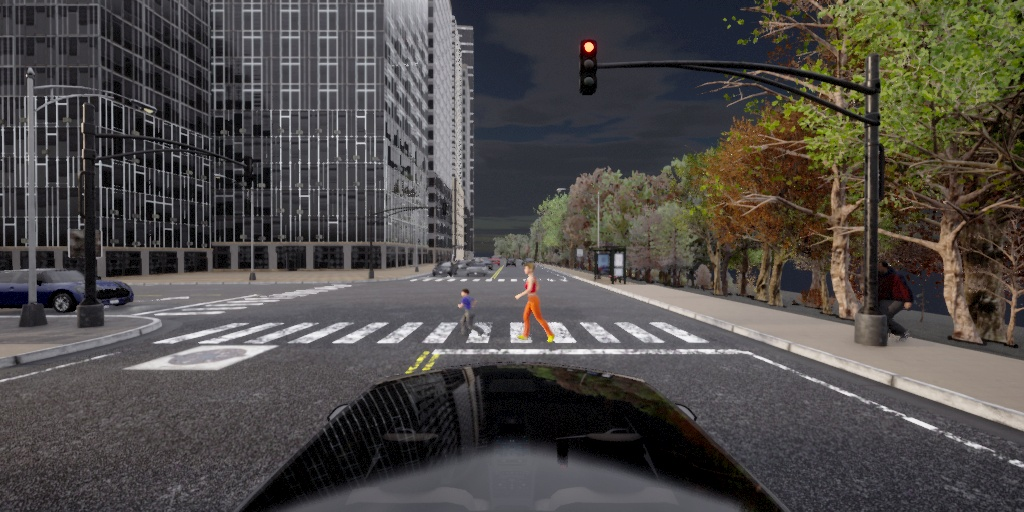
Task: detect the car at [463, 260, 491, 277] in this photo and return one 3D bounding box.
[{"bbox_3d":[-3.436,1.346,36.040,1.895,1.301,4.718,0,0,0],"label":"car"}]

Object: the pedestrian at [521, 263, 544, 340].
[{"bbox_3d":[0.468,1.043,8.316,0.375,1.860,0.375,0,0,0],"label":"pedestrian"}]

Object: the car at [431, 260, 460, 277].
[{"bbox_3d":[-6.686,1.271,35.961,1.812,1.442,4.674,0,0,0],"label":"car"}]

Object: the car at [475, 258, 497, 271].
[{"bbox_3d":[-3.470,1.291,48.789,2.033,1.411,5.357,0,0,0],"label":"car"}]

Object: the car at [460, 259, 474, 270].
[{"bbox_3d":[-6.714,1.235,48.324,2.128,1.511,4.902,0,0,0],"label":"car"}]

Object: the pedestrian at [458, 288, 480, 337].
[{"bbox_3d":[-1.052,1.323,8.778,0.375,1.300,0.375,0,0,0],"label":"pedestrian"}]

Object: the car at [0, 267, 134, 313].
[{"bbox_3d":[-18.324,1.284,14.515,4.553,1.767,2.097,-1,0,0],"label":"car"}]

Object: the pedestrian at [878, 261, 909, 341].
[{"bbox_3d":[7.960,0.891,7.599,0.375,1.860,0.375,0,0,0],"label":"pedestrian"}]
